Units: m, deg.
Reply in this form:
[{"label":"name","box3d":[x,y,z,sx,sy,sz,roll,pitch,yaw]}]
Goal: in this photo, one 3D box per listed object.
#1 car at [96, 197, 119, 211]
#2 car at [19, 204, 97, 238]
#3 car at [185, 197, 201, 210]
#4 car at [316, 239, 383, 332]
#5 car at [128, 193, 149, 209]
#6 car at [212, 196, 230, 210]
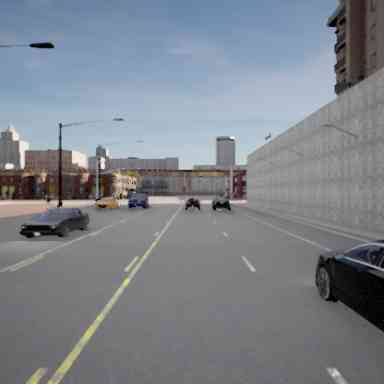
[{"label":"car","box3d":[-10.547,1.454,41.612,1.882,1.535,5.008,0,0,0]},{"label":"car","box3d":[-7.036,1.538,17.810,2.033,1.411,5.357,0,0,1]},{"label":"car","box3d":[0.104,1.480,42.811,1.837,1.490,4.892,0,0,0]},{"label":"car","box3d":[3.603,1.488,5.348,2.128,1.511,4.902,0,0,0]},{"label":"car","box3d":[-7.024,1.198,44.221,2.150,2.045,5.566,0,0,0]},{"label":"car","box3d":[3.601,1.329,41.992,2.097,1.767,4.553,0,0,0]}]
